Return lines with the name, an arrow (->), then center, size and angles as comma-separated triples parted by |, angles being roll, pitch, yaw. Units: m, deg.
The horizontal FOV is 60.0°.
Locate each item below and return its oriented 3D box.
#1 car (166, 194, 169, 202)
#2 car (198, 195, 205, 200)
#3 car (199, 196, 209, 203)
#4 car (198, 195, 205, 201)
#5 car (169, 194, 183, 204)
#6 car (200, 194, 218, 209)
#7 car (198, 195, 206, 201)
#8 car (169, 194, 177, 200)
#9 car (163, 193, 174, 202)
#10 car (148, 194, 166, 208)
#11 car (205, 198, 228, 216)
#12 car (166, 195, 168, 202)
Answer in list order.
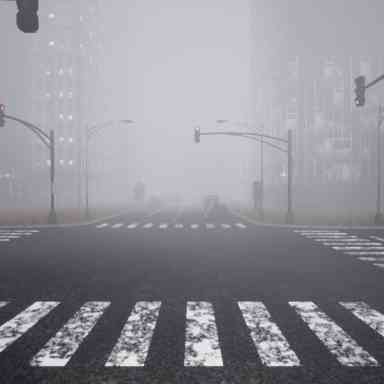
car -> -5.339, 1.404, 70.756 | 1.967, 1.590, 4.097 | -1, 0, 0
car -> 2.538, 1.489, 92.881 | 1.887, 1.381, 4.507 | -1, 0, 0
car -> 2.542, 1.508, 70.782 | 1.887, 1.381, 4.507 | -1, 0, 0
car -> 2.539, 1.474, 87.526 | 1.752, 1.417, 4.829 | -1, 0, 0
car -> -2.761, 1.320, 64.375 | 2.097, 1.767, 4.553 | 0, 0, 0
car -> 2.532, 1.297, 43.160 | 2.192, 1.841, 5.009 | -1, 0, 0
car -> 2.541, 1.536, 81.832 | 1.802, 1.307, 4.206 | -1, 0, 0
car -> -5.343, 1.385, 92.854 | 1.967, 1.590, 4.097 | -1, 0, 0
car -> -5.342, 1.274, 76.281 | 2.192, 1.841, 5.009 | -1, 0, 0
car -> -5.336, 1.419, 48.658 | 1.967, 1.590, 4.097 | -1, 0, 0
car -> 2.517, 1.570, 32.111 | 1.802, 1.307, 4.206 | -1, 0, 0
car -> -5.335, 1.558, 54.183 | 1.802, 1.307, 4.206 | -1, 0, 0
